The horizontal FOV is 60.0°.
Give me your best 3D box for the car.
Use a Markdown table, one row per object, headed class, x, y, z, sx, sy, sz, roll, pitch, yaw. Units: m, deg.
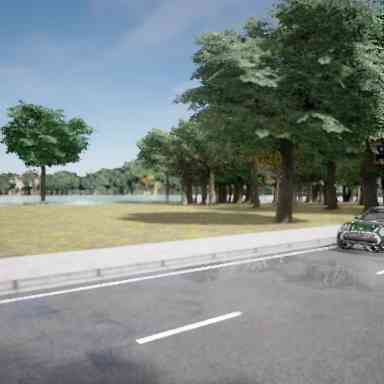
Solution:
| class | x | y | z | sx | sy | sz | roll | pitch | yaw |
| --- | --- | --- | --- | --- | --- | --- | --- | --- | --- |
| car | 7.771 | 1.371 | 13.196 | 4.553 | 1.767 | 2.097 | 0 | 0 | -35 |
